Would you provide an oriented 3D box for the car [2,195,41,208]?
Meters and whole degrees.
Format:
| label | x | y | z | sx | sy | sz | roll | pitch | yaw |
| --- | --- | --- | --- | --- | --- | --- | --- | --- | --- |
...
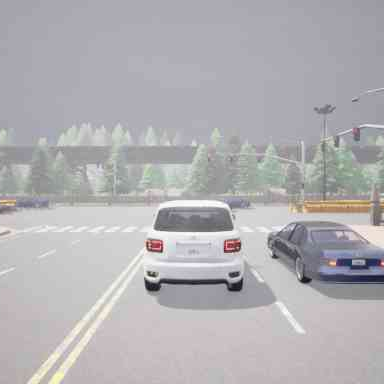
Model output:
| label | x | y | z | sx | sy | sz | roll | pitch | yaw |
| --- | --- | --- | --- | --- | --- | --- | --- | --- | --- |
| car | -24.638 | 1.351 | 48.040 | 4.553 | 1.767 | 2.097 | 0 | 0 | 0 |

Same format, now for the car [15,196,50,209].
| label | x | y | z | sx | sy | sz | roll | pitch | yaw |
| --- | --- | --- | --- | --- | --- | --- | --- | --- | --- |
| car | -21.729 | 1.477 | 44.525 | 5.008 | 1.535 | 1.882 | 0 | 0 | 0 |

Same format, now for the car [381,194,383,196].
| label | x | y | z | sx | sy | sz | roll | pitch | yaw |
| --- | --- | --- | --- | --- | --- | --- | --- | --- | --- |
| car | 26.057 | 1.221 | 44.293 | 5.566 | 2.045 | 2.150 | 0 | 0 | 0 |

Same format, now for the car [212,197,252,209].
| label | x | y | z | sx | sy | sz | roll | pitch | yaw |
| --- | --- | --- | --- | --- | --- | --- | --- | --- | --- |
| car | 5.284 | 1.477 | 44.390 | 5.008 | 1.535 | 1.882 | 0 | 0 | 0 |

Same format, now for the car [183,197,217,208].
| label | x | y | z | sx | sy | sz | roll | pitch | yaw |
| --- | --- | --- | --- | --- | --- | --- | --- | --- | --- |
| car | 1.119 | 1.491 | 47.911 | 4.902 | 1.511 | 2.128 | 0 | 0 | 0 |

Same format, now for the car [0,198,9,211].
| label | x | y | z | sx | sy | sz | roll | pitch | yaw |
| --- | --- | --- | --- | --- | --- | --- | --- | --- | --- |
| car | -25.606 | 1.491 | 41.044 | 4.902 | 1.511 | 2.128 | 0 | 0 | 0 |

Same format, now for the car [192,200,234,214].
| label | x | y | z | sx | sy | sz | roll | pitch | yaw |
| --- | --- | --- | --- | --- | --- | --- | --- | --- | --- |
| car | 2.356 | 1.601 | 36.489 | 1.895 | 1.301 | 4.718 | 0 | 0 | 45 |

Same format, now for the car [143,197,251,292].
| label | x | y | z | sx | sy | sz | roll | pitch | yaw |
| --- | --- | --- | --- | --- | --- | --- | --- | --- | --- |
| car | 0.061 | 1.221 | 9.106 | 2.150 | 2.045 | 5.566 | 0 | 0 | 1 |

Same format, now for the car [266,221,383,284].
| label | x | y | z | sx | sy | sz | roll | pitch | yaw |
| --- | --- | --- | --- | --- | --- | --- | --- | --- | --- |
| car | 3.570 | 1.547 | 9.597 | 2.033 | 1.411 | 5.357 | 0 | 0 | 0 |

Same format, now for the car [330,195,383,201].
| label | x | y | z | sx | sy | sz | roll | pitch | yaw |
| --- | --- | --- | --- | --- | --- | --- | --- | --- | --- |
| car | 20.164 | 1.491 | 40.818 | 4.902 | 1.511 | 2.128 | 0 | 0 | 0 |

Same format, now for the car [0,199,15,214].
| label | x | y | z | sx | sy | sz | roll | pitch | yaw |
| --- | --- | --- | --- | --- | --- | --- | --- | --- | --- |
| car | -21.487 | 1.547 | 33.824 | 5.357 | 1.411 | 2.033 | 0 | 0 | 0 |
